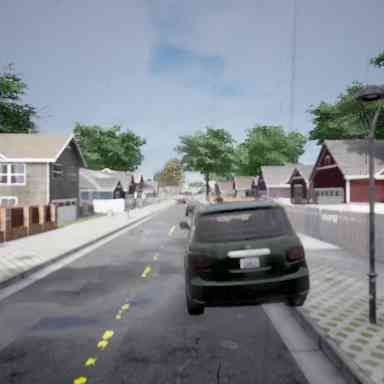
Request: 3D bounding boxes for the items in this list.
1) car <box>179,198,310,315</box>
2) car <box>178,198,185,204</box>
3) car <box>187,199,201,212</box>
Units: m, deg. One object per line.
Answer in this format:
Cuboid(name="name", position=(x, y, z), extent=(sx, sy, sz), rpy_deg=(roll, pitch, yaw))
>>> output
Cuboid(name="car", position=(0.918, 1.211, 7.834), extent=(2.150, 2.045, 5.566), rpy_deg=(-5, 0, 0))
Cuboid(name="car", position=(-2.341, 2.103, 77.538), extent=(2.033, 1.411, 5.357), rpy_deg=(0, 0, 0))
Cuboid(name="car", position=(0.271, 1.815, 45.763), extent=(1.882, 1.535, 5.008), rpy_deg=(0, 0, 1))
